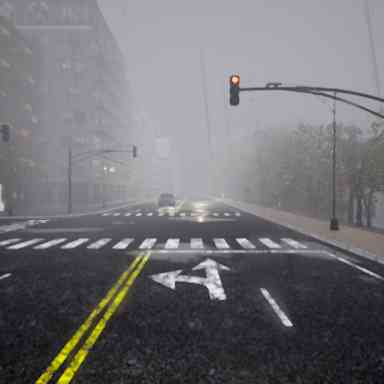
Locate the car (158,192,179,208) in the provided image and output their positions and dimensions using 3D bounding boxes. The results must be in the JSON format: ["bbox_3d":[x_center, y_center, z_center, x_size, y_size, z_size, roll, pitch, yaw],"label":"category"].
[{"bbox_3d":[-3.345,1.122,45.169,2.150,2.045,5.566,0,2,0],"label":"car"}]

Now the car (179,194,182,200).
[{"bbox_3d":[-3.418,1.192,79.414,2.033,1.411,5.357,0,0,0],"label":"car"}]
